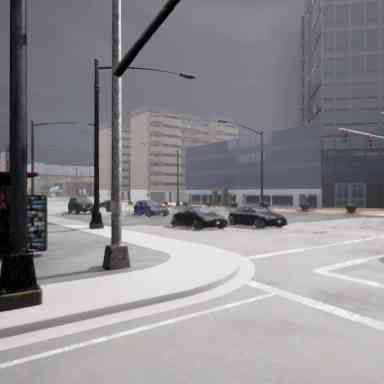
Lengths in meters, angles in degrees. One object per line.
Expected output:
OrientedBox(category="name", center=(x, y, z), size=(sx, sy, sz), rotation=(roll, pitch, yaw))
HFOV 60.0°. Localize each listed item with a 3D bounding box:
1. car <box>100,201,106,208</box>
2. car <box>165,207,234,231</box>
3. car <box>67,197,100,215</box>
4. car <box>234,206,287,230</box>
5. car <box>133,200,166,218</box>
OrientedBox(category="car", center=(-15.873, 2.281, 62.131), size=(1.994, 1.385, 4.181), rotation=(0, -1, -36))
OrientedBox(category="car", center=(0.394, 1.681, 21.515), size=(1.994, 1.385, 4.181), rotation=(0, -1, -36))
OrientedBox(category="car", center=(-13.616, 1.666, 40.850), size=(2.150, 2.045, 5.566), rotation=(0, -1, -36))
OrientedBox(category="car", center=(4.236, 1.667, 22.183), size=(1.994, 1.385, 4.181), rotation=(0, -1, -36))
OrientedBox(category="car", center=(-4.240, 1.633, 33.859), size=(2.097, 1.767, 4.553), rotation=(0, -1, -36))
